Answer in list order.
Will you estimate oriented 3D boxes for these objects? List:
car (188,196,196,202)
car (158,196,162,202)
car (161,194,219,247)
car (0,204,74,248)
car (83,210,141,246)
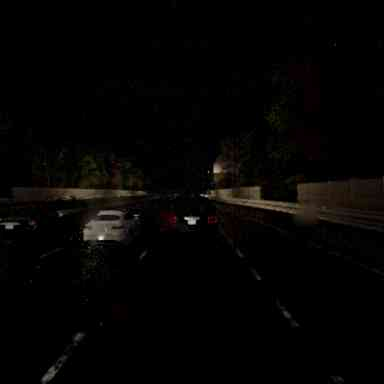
[{"bbox_3d":[-0.012,1.625,80.748,2.033,1.411,5.357,0,0,0],"label":"car"},{"bbox_3d":[-7.012,1.637,80.293,1.994,1.385,4.181,0,0,0],"label":"car"},{"bbox_3d":[-0.002,1.238,15.347,2.150,2.045,5.566,0,0,0],"label":"car"},{"bbox_3d":[-7.002,1.367,14.933,2.097,1.767,4.553,0,0,0],"label":"car"},{"bbox_3d":[-3.503,1.542,15.122,1.812,1.442,4.674,0,0,0],"label":"car"}]
